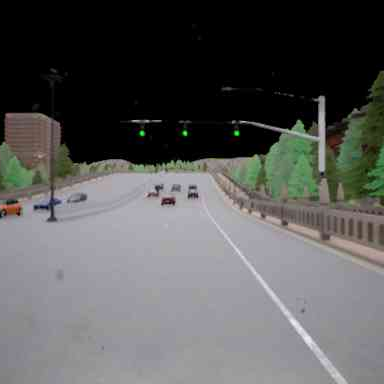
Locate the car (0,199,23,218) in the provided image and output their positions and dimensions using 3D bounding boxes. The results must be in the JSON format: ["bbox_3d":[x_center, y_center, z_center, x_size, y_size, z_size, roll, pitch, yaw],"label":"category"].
[{"bbox_3d":[-17.571,1.424,30.634,2.097,1.767,4.553,0,0,0],"label":"car"}]

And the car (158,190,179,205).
[{"bbox_3d":[-3.357,1.010,48.752,1.882,1.535,5.008,0,4,0],"label":"car"}]

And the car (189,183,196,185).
[{"bbox_3d":[0.154,-1.084,68.812,1.837,1.490,4.892,0,7,0],"label":"car"}]

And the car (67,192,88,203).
[{"bbox_3d":[-17.502,0.864,50.991,2.128,1.511,4.902,0,4,1],"label":"car"}]

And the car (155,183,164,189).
[{"bbox_3d":[-6.843,-1.135,69.266,1.837,1.490,4.892,0,7,0],"label":"car"}]

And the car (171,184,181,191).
[{"bbox_3d":[-3.248,-0.991,68.469,2.033,1.411,5.357,0,7,0],"label":"car"}]

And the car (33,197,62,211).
[{"bbox_3d":[-17.554,1.422,40.652,1.882,1.535,5.008,0,2,0],"label":"car"}]

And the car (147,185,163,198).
[{"bbox_3d":[-6.809,0.120,59.159,1.812,1.442,4.674,0,7,0],"label":"car"}]

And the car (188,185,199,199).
[{"bbox_3d":[0.192,0.207,57.878,1.882,1.535,5.008,0,6,0],"label":"car"}]
